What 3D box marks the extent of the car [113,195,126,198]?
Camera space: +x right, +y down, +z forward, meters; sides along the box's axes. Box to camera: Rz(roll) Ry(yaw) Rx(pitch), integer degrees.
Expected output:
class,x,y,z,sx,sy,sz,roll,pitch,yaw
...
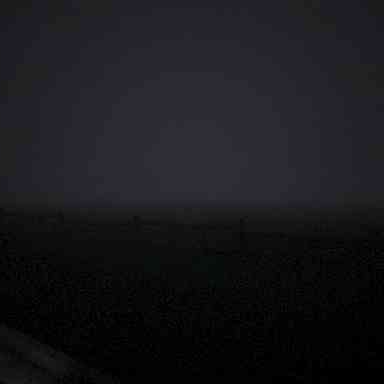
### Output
class,x,y,z,sx,sy,sz,roll,pitch,yaw
car,-19.578,1.338,90.147,1.895,1.301,4.718,0,0,10

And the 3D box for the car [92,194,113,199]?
class,x,y,z,sx,sy,sz,roll,pitch,yaw
car,-21.467,1.372,79.870,1.882,1.535,5.008,0,0,10

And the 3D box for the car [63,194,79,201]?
class,x,y,z,sx,sy,sz,roll,pitch,yaw
car,-28.352,1.429,81.135,2.033,1.411,5.357,0,0,10

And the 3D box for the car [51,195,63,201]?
class,x,y,z,sx,sy,sz,roll,pitch,yaw
car,-31.794,1.350,81.767,1.882,1.535,5.008,0,0,10

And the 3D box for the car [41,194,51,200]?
class,x,y,z,sx,sy,sz,roll,pitch,yaw
car,-35.236,1.365,82.399,1.837,1.490,4.892,0,0,10

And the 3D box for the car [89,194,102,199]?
class,x,y,z,sx,sy,sz,roll,pitch,yaw
car,-26.469,1.281,91.383,1.994,1.385,4.181,0,0,10

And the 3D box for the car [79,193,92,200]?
class,x,y,z,sx,sy,sz,roll,pitch,yaw
car,-24.814,1.244,81.019,2.097,1.767,4.553,0,0,10

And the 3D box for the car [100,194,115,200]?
class,x,y,z,sx,sy,sz,roll,pitch,yaw
car,-23.026,1.275,90.750,2.033,1.411,5.357,0,0,10
